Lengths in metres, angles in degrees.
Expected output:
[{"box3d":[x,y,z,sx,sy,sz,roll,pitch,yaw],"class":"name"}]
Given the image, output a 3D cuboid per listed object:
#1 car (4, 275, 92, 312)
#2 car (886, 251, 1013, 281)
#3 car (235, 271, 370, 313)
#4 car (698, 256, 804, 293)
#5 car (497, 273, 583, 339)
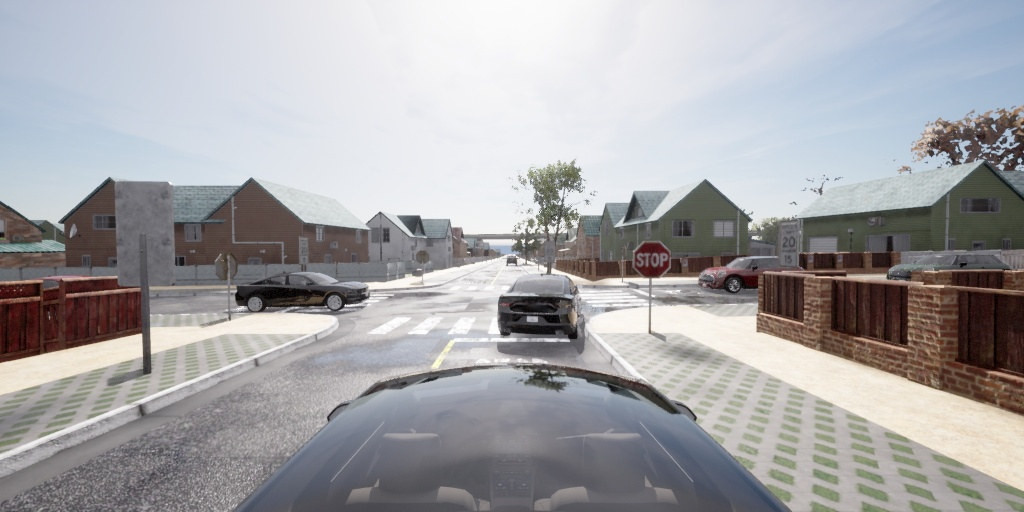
[{"box3d":[-18.026,1.546,14.664,5.008,1.535,1.882,-1,2,0],"class":"car"},{"box3d":[21.696,0.646,17.895,4.553,1.767,2.097,-1,2,0],"class":"car"},{"box3d":[-8.473,1.376,14.730,5.008,1.535,1.882,-1,2,0],"class":"car"},{"box3d":[11.801,0.820,17.820,4.553,1.767,2.097,-1,2,0],"class":"car"},{"box3d":[0.955,1.224,10.207,1.882,1.535,5.008,0,0,12],"class":"car"}]
